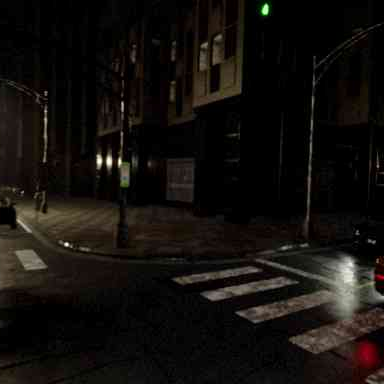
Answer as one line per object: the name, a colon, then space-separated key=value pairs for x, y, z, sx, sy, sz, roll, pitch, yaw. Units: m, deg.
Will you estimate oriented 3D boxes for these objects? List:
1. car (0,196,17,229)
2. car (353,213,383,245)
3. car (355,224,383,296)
car: x=-9.019 y=0.858 z=15.090 sx=2.008 sy=1.369 sz=4.403 roll=1 pitch=2 yaw=-33
car: x=7.889 y=1.340 z=12.091 sx=5.008 sy=1.535 sz=1.882 roll=0 pitch=2 yaw=-33
car: x=5.585 y=1.481 z=6.842 sx=4.674 sy=1.442 sz=1.812 roll=1 pitch=2 yaw=-34
